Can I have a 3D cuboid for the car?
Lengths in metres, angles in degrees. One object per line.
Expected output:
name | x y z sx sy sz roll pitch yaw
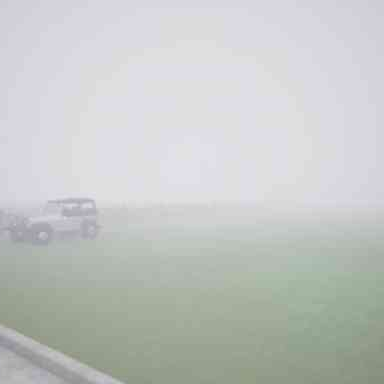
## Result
car | -5.879 1.217 14.726 1.905 1.878 3.866 0 0 35
